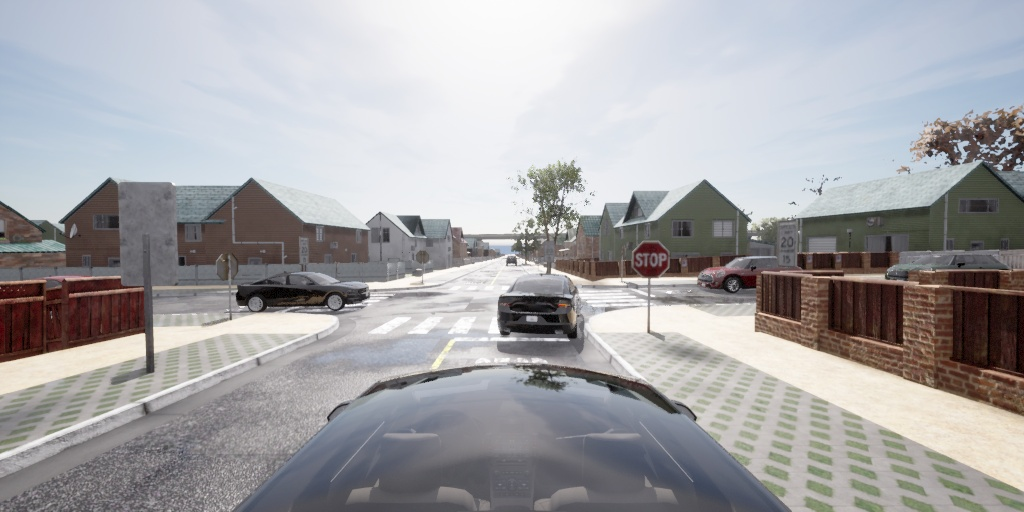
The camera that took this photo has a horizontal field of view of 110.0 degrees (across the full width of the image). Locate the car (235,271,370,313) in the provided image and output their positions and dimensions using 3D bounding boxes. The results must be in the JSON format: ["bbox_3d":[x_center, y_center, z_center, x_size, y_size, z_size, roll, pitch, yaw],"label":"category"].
[{"bbox_3d":[-8.483,1.377,14.778,5.008,1.535,1.882,-1,2,0],"label":"car"}]

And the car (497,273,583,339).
[{"bbox_3d":[0.949,1.224,10.262,1.882,1.535,5.008,0,0,12],"label":"car"}]

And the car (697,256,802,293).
[{"bbox_3d":[11.789,0.820,17.884,4.553,1.767,2.097,-1,2,0],"label":"car"}]

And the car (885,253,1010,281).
[{"bbox_3d":[21.684,0.646,17.966,4.553,1.767,2.097,-1,2,0],"label":"car"}]

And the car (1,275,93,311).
[{"bbox_3d":[-18.035,1.547,14.705,5.008,1.535,1.882,-1,2,0],"label":"car"}]
